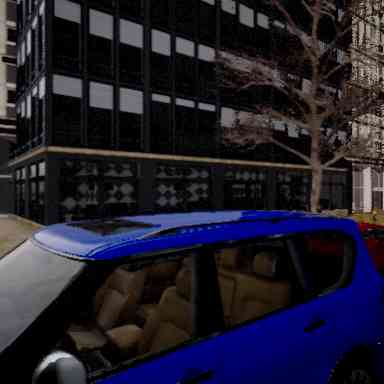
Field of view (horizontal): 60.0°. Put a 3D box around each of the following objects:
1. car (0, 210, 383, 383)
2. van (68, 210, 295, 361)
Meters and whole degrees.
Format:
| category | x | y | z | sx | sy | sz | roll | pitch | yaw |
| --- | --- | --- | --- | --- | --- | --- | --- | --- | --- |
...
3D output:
| category | x | y | z | sx | sy | sz | roll | pitch | yaw |
| --- | --- | --- | --- | --- | --- | --- | --- | --- | --- |
| car | -0.515 | 1.224 | 2.707 | 5.566 | 2.045 | 2.150 | 0 | 0 | -36 |
| van | -0.036 | 1.343 | 6.258 | 3.998 | 1.788 | 1.690 | 0 | 0 | -36 |
